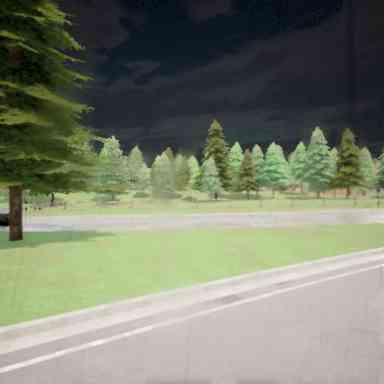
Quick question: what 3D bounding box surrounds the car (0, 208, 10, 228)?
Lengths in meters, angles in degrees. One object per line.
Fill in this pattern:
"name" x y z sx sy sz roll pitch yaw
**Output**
"car" -13.807 1.647 21.139 5.008 1.535 1.882 -1 0 -10
